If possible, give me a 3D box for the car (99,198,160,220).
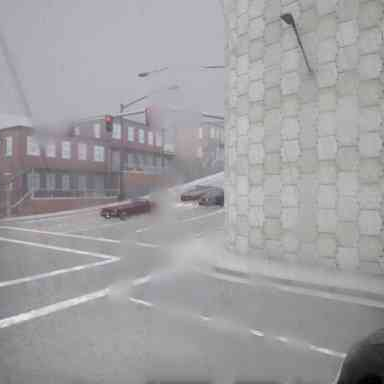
[{"bbox_3d":[-4.550,1.187,24.722,1.895,1.301,4.718,0,5,35],"label":"car"}]

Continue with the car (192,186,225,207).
[{"bbox_3d":[2.620,0.343,28.444,2.033,1.411,5.357,0,8,35],"label":"car"}]

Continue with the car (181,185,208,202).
[{"bbox_3d":[0.684,0.077,32.107,1.994,1.385,4.181,0,9,36],"label":"car"}]

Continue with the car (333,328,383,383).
[{"bbox_3d":[3.318,1.492,1.597,4.902,1.511,2.128,0,0,36],"label":"car"}]
